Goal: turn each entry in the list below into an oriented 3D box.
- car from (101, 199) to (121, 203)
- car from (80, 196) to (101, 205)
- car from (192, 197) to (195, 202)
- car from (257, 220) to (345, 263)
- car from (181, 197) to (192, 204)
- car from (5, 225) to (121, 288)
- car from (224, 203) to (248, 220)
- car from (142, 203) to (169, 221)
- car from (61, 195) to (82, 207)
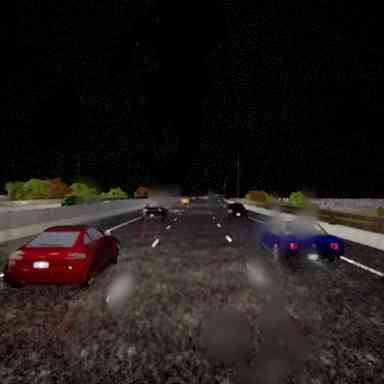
[{"bbox_3d":[-13.083,1.912,56.292,2.033,1.411,5.357,0,0,3],"label":"car"},{"bbox_3d":[-16.578,1.911,56.411,2.033,1.411,5.357,0,0,3],"label":"car"},{"bbox_3d":[-0.990,2.033,91.627,2.097,1.767,4.553,0,-1,3],"label":"car"},{"bbox_3d":[3.660,1.671,12.206,1.895,1.301,4.718,0,0,0],"label":"car"},{"bbox_3d":[-1.536,2.040,80.893,1.801,1.575,5.366,0,-1,3],"label":"car"},{"bbox_3d":[-3.358,1.615,9.441,1.994,1.385,4.181,0,0,0],"label":"car"},{"bbox_3d":[3.893,1.711,29.931,1.812,1.442,4.674,0,0,1],"label":"car"},{"bbox_3d":[-3.129,1.665,28.751,2.128,1.511,4.902,0,0,1],"label":"car"},{"bbox_3d":[-20.074,1.583,56.455,2.150,2.045,5.566,0,0,2],"label":"car"}]
